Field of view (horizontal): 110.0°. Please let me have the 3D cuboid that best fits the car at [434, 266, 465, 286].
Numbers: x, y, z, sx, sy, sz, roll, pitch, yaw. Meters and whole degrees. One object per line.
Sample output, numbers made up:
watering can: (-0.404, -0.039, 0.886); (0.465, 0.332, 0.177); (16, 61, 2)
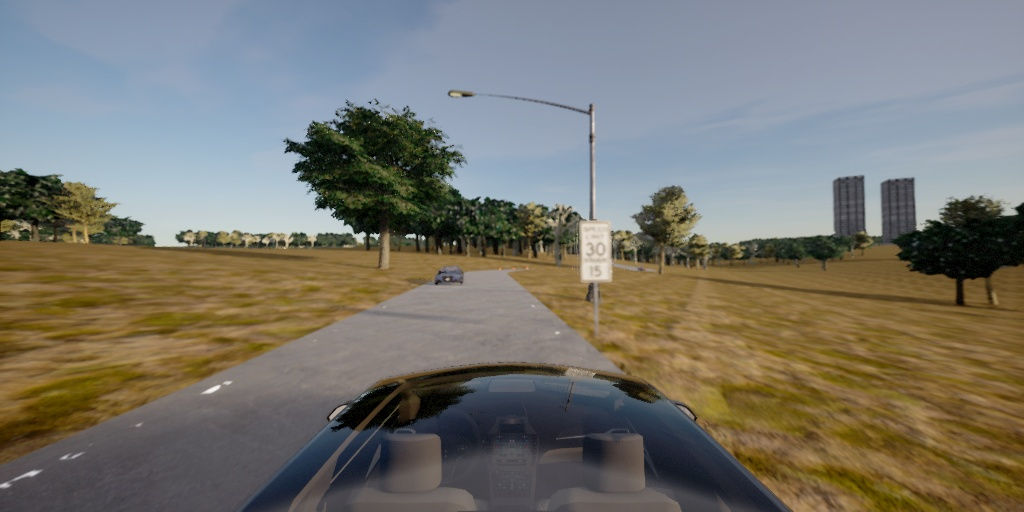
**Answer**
car: (-4.575, 1.421, 26.794); (1.994, 1.385, 4.181); (0, 0, -4)
